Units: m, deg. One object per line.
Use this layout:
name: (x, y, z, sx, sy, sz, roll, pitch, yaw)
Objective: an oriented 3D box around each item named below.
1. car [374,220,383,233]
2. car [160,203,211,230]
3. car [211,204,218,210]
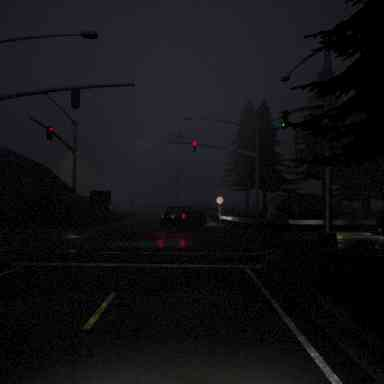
car: (14.204, 1.868, 21.189, 4.553, 1.767, 2.097, 0, -1, 0)
car: (-0.520, 1.677, 24.082, 2.097, 1.767, 4.553, 0, 0, 22)
car: (2.181, 2.331, 49.962, 1.994, 1.385, 4.181, -1, -1, 38)
